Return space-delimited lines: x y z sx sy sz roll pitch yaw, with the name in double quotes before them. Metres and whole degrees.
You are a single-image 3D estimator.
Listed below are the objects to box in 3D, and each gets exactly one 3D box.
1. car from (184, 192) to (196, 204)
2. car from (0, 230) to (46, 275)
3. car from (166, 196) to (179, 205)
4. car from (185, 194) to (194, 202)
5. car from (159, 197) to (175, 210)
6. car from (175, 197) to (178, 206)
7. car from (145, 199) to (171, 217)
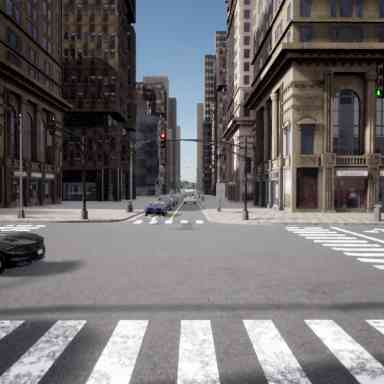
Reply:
"car" -0.381 1.206 62.418 2.150 2.045 5.566 0 0 0
"car" -6.881 1.476 9.586 5.008 1.535 1.882 0 1 0
"car" -3.522 1.532 60.926 2.033 1.411 5.357 0 0 0
"car" -0.536 1.338 72.844 2.097 1.767 4.553 0 0 0
"car" -3.429 1.493 40.918 1.837 1.490 4.892 0 0 0
"car" -3.485 1.512 50.248 1.812 1.442 4.674 0 0 -1
"car" -3.354 1.592 31.589 1.895 1.301 4.718 0 0 -1
